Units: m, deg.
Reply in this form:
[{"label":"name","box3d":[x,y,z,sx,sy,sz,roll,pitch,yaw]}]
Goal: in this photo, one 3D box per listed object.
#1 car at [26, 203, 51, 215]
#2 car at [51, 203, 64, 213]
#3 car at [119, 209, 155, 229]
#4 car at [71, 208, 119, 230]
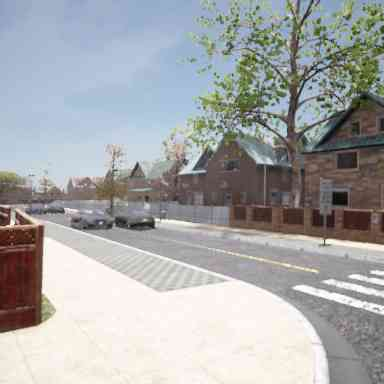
[{"label":"car","box3d":[-19.664,2.127,41.989,1.994,1.385,4.181,2,-2,-34]},{"label":"car","box3d":[-19.289,2.254,46.514,1.994,1.385,4.181,2,-2,-34]},{"label":"car","box3d":[-4.368,1.925,24.526,1.994,1.385,4.181,2,-2,-34]},{"label":"car","box3d":[-7.011,1.845,23.170,1.994,1.385,4.181,2,-2,-34]}]
